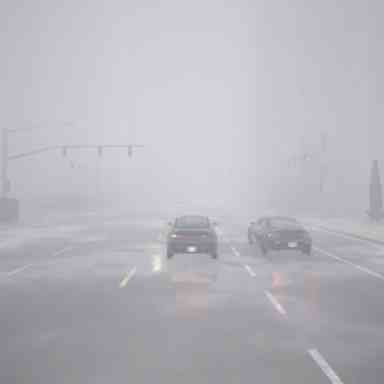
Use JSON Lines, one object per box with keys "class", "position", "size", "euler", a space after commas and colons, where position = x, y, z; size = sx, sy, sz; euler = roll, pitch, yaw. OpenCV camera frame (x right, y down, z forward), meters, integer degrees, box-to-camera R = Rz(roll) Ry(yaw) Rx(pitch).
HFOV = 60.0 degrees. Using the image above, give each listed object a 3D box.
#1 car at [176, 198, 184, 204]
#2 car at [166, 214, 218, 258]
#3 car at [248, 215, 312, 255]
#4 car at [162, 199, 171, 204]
{"class": "car", "position": [-3.222, 2.484, 88.808], "size": [2.128, 1.511, 4.902], "euler": [0, -1, 1]}
{"class": "car", "position": [0.012, 1.658, 13.474], "size": [1.837, 1.490, 4.892], "euler": [0, 0, 0]}
{"class": "car", "position": [3.516, 1.681, 13.872], "size": [1.812, 1.442, 4.674], "euler": [0, 0, 0]}
{"class": "car", "position": [-6.721, 2.484, 88.862], "size": [1.812, 1.442, 4.674], "euler": [0, -1, 1]}
